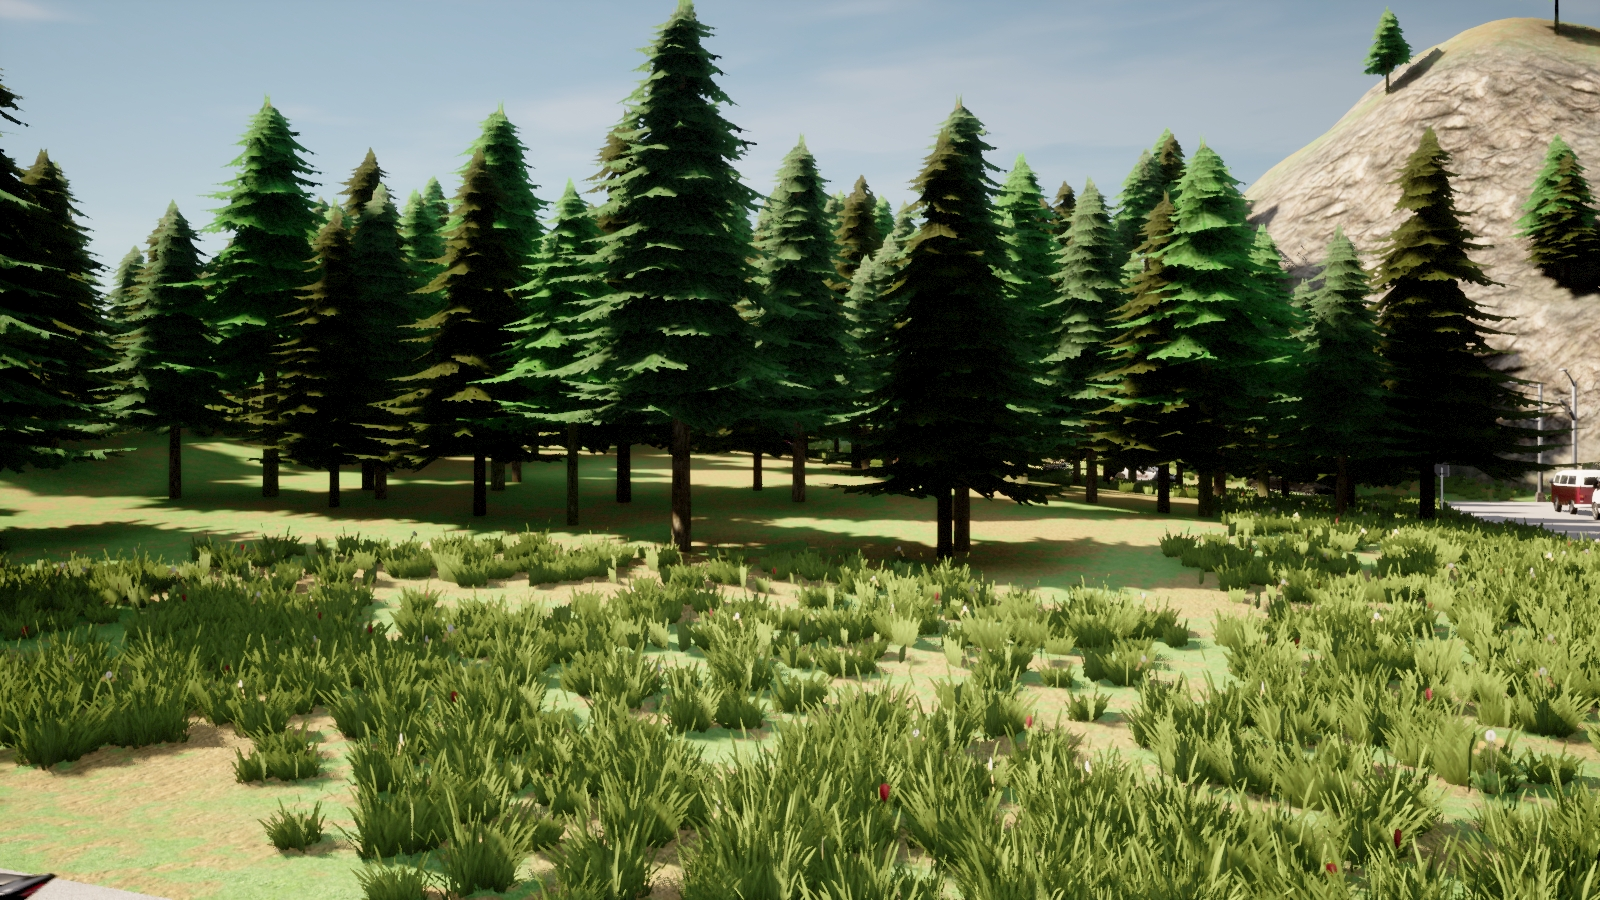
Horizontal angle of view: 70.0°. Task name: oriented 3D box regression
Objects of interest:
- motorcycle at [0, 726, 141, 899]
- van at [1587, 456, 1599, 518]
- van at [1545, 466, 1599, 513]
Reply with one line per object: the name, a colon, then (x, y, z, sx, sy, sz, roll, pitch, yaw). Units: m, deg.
motorcycle: (-3.956, 1.961, 4.772, 2.209, 1.460, 0.867, 0, 0, 20)
van: (33.726, 1.534, 45.978, 1.988, 2.561, 5.915, 0, 0, 20)
van: (36.159, 1.782, 52.642, 2.069, 2.038, 4.480, 0, 0, 20)
